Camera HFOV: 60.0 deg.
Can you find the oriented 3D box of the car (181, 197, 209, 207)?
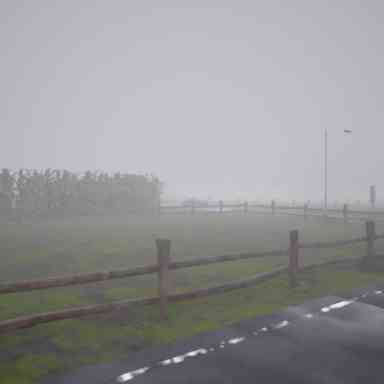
[{"bbox_3d":[0.465,1.549,51.600,2.033,1.411,5.357,0,0,-36],"label":"car"}]

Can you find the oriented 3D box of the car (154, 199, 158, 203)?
[{"bbox_3d":[-7.271,1.461,57.521,1.812,1.442,4.674,0,0,-36],"label":"car"}]
